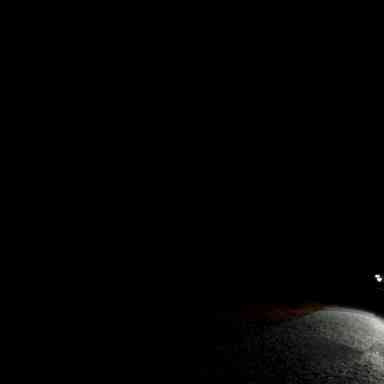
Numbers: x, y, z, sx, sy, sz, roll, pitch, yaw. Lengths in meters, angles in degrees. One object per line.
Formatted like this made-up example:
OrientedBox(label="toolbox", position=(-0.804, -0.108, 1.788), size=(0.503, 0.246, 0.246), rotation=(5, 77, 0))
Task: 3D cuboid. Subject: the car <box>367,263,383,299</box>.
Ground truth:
OrientedBox(label="car", position=(6.051, 1.547, 7.166), size=(5.357, 1.411, 2.033), rotation=(0, 0, -33))
